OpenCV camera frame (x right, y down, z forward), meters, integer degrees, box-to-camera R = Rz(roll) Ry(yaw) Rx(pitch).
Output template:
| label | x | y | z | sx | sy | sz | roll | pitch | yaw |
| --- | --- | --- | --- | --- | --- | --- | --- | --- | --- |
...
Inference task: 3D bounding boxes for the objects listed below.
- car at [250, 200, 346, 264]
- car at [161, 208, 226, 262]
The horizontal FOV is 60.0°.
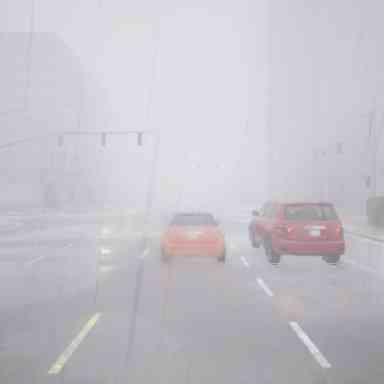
| label | x | y | z | sx | sy | sz | roll | pitch | yaw |
| --- | --- | --- | --- | --- | --- | --- | --- | --- | --- |
| car | 3.553 | 1.281 | 12.209 | 2.150 | 2.045 | 5.566 | 0 | 0 | 1 |
| car | 0.059 | 1.416 | 12.477 | 2.097 | 1.767 | 4.553 | 0 | 0 | 0 |
